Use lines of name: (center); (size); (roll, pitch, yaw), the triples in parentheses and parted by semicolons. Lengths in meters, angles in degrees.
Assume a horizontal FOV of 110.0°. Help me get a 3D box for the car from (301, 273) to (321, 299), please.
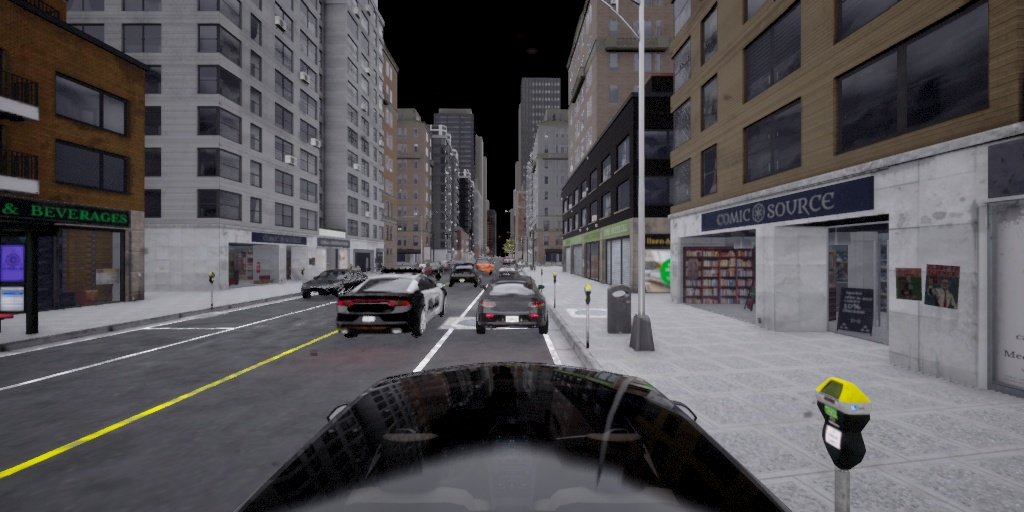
car: (-8.813, 1.316, 18.202); (1.948, 1.339, 4.313); (0, 0, 0)

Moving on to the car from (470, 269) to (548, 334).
car: (0.003, 1.276, 10.500); (1.812, 1.442, 4.674); (0, 0, 0)

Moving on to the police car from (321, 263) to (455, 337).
police car: (-3.144, 1.175, 10.446); (1.930, 1.638, 5.238); (0, 0, 0)

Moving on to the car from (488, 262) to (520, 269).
car: (-0.288, 1.301, 23.738); (2.007, 1.370, 4.403); (0, 0, 0)

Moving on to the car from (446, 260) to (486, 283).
car: (-3.078, 1.255, 24.609); (1.837, 1.490, 4.892); (0, 0, 0)

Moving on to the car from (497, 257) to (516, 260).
car: (-0.288, 1.066, 40.309); (2.192, 1.841, 5.009); (0, 0, 0)

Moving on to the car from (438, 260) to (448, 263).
car: (-8.814, 1.317, 40.303); (1.948, 1.339, 4.313); (0, 0, 0)

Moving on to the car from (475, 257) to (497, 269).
car: (-3.079, 1.103, 39.463); (2.097, 1.767, 4.553); (0, 0, 0)
